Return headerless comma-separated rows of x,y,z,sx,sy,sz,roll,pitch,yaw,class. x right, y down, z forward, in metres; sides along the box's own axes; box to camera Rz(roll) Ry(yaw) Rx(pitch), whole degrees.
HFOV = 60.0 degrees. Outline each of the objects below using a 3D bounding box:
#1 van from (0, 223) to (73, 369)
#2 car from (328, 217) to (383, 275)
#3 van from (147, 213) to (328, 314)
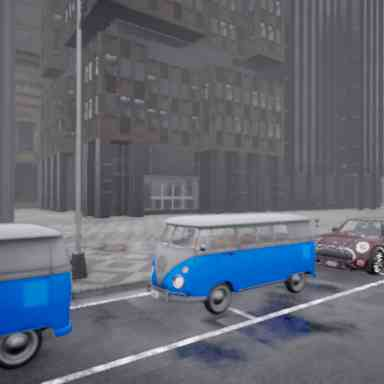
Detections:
-3.564,1.335,4.111,3.998,1.788,1.690,1,-1,-36,van
5.618,1.533,10.663,4.097,1.590,1.967,1,-1,-36,car
1.028,1.385,7.388,3.998,1.788,1.690,1,-1,-36,van
